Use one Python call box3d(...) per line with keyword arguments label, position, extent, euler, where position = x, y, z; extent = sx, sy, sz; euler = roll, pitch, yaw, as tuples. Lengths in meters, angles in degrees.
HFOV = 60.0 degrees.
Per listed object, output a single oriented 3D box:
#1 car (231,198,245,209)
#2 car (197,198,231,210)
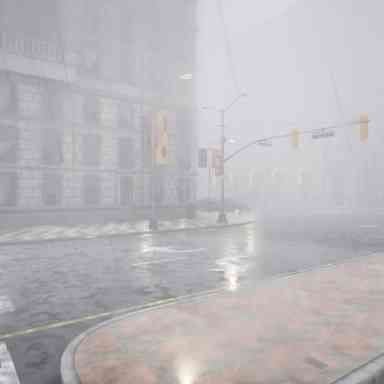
box3d(label="car", position=(5.068, 1.526, 44.597), extent=(1.812, 1.442, 4.674), euler=(0, 0, -36))
box3d(label="car", position=(2.205, 1.491, 42.583), extent=(2.128, 1.511, 4.902), euler=(0, 0, -36))
